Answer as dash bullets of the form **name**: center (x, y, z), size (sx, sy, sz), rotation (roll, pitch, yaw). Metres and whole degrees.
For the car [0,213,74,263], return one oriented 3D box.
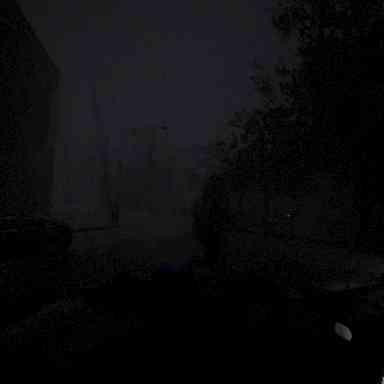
- **car**: center (-5.812, 1.372, 9.417), size (2.128, 1.511, 4.902), rotation (2, 1, 38)

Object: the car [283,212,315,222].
- **car**: center (16.625, 3.819, 51.866), size (4.892, 1.490, 1.837), rotation (3, -3, -8)

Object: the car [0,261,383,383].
- **car**: center (0.209, 1.486, 3.209), size (5.008, 1.535, 1.882), rotation (0, 0, -34)
